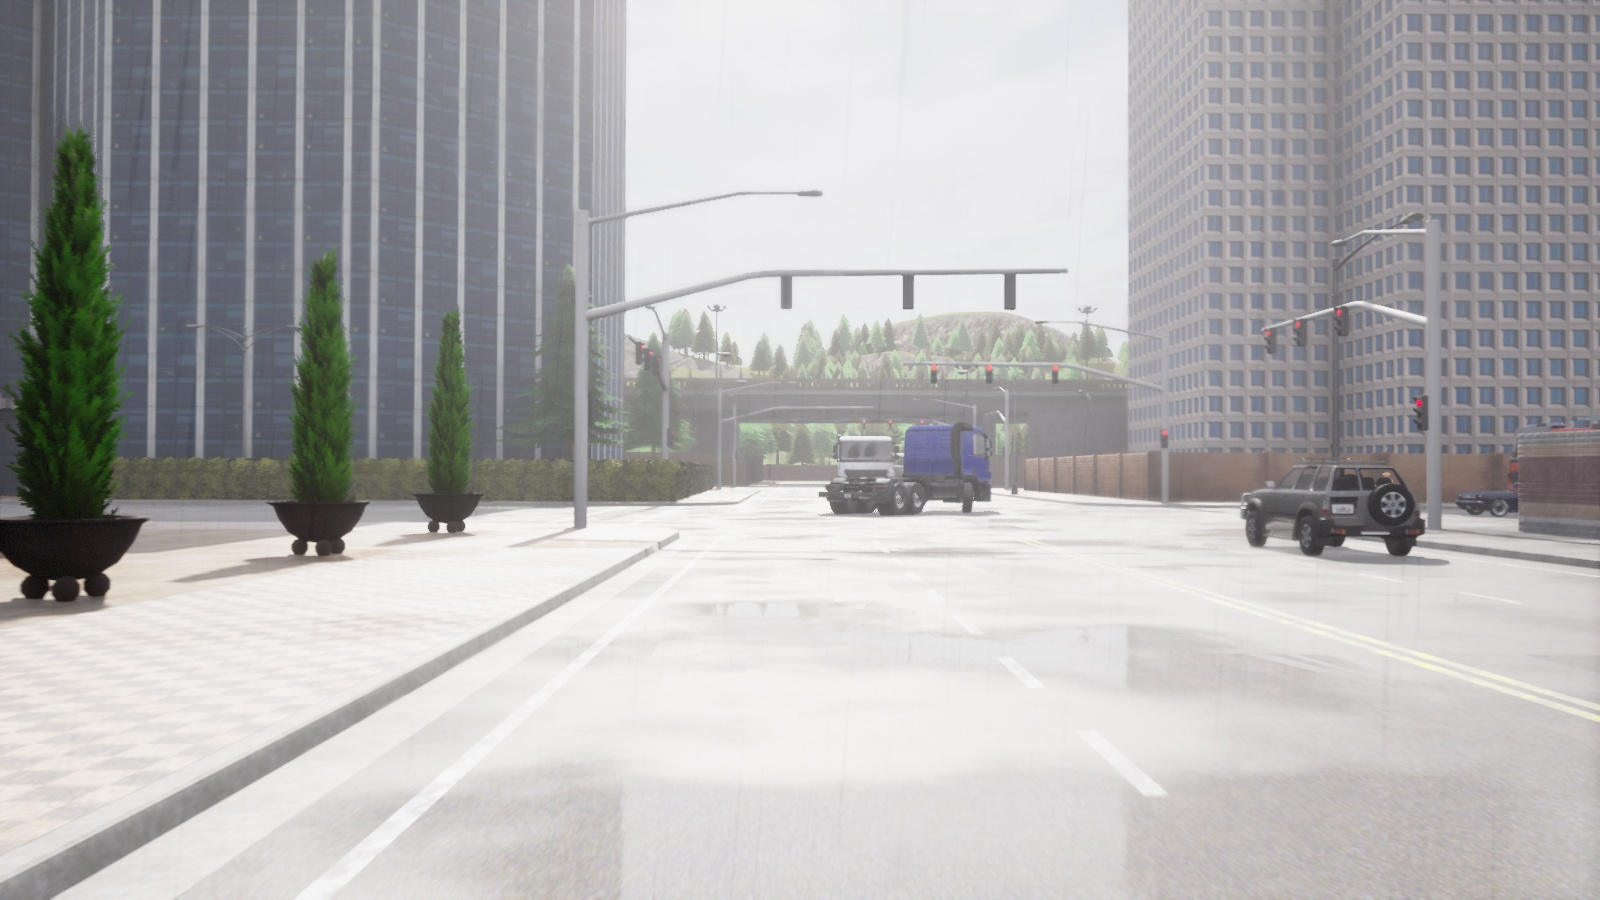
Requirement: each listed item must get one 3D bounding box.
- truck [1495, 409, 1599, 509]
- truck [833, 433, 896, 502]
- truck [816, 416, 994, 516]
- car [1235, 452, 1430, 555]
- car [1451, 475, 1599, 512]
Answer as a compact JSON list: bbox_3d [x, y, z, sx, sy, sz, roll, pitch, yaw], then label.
[{"bbox_3d":[32.563,0.351,49.648,8.468,3.827,2.891,0,-1,0],"label":"truck"},{"bbox_3d":[3.333,0.941,67.004,2.891,3.462,7.936,0,-1,0],"label":"truck"},{"bbox_3d":[4.099,0.607,47.279,2.891,3.462,7.936,-1,-1,37],"label":"truck"},{"bbox_3d":[10.437,1.009,25.045,1.932,1.855,4.605,0,-1,0],"label":"car"},{"bbox_3d":[26.782,1.581,46.164,4.718,1.301,1.895,0,-1,0],"label":"car"}]
